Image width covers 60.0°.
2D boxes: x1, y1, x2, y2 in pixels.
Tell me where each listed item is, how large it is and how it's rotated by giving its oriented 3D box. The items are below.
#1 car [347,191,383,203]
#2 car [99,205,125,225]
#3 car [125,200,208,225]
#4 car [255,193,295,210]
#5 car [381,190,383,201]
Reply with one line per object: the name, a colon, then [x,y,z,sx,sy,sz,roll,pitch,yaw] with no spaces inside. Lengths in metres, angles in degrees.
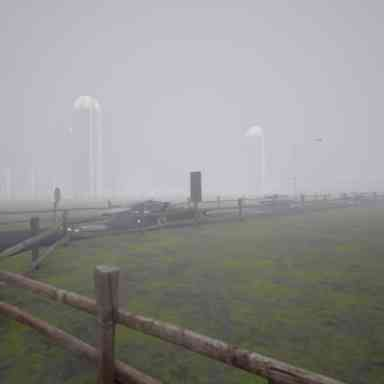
car: [21.163,0.634,40.097,5.357,1.411,2.033,-1,0,-42]
car: [-3.282,1.256,21.706,5.357,1.411,2.033,-1,0,-42]
car: [-1.243,1.264,19.707,4.718,1.301,1.895,-1,0,-42]
car: [8.018,0.921,32.016,4.892,1.490,1.837,-2,0,-42]
car: [28.422,0.407,46.789,4.892,1.490,1.837,-1,0,-42]
